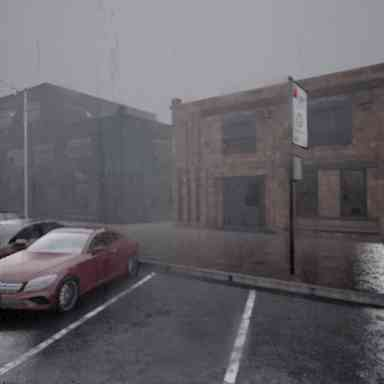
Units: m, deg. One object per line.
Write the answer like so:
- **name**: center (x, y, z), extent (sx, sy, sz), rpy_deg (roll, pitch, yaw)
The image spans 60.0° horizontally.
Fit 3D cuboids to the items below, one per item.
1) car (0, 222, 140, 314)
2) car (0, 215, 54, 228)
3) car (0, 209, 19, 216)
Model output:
- **car**: center (-2.785, 1.575, 7.982), extent (2.002, 1.452, 4.674), rpy_deg (0, -1, 15)
- **car**: center (-5.259, 1.588, 9.664), extent (2.163, 1.488, 4.792), rpy_deg (0, -1, 15)
- **car**: center (-7.704, 1.458, 11.439), extent (2.185, 1.767, 4.553), rpy_deg (0, -1, 15)
